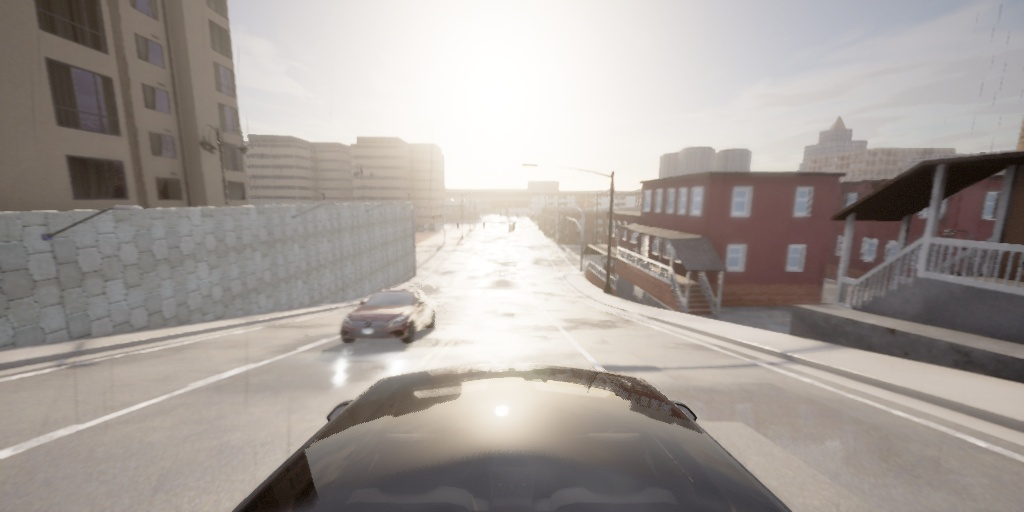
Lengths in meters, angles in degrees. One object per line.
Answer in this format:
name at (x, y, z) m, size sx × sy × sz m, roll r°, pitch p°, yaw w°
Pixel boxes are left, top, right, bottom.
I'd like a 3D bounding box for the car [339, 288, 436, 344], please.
car at (-3.625, 1.762, 11.349) m, size 1.812 × 1.442 × 4.674 m, roll 0°, pitch -3°, yaw 0°
